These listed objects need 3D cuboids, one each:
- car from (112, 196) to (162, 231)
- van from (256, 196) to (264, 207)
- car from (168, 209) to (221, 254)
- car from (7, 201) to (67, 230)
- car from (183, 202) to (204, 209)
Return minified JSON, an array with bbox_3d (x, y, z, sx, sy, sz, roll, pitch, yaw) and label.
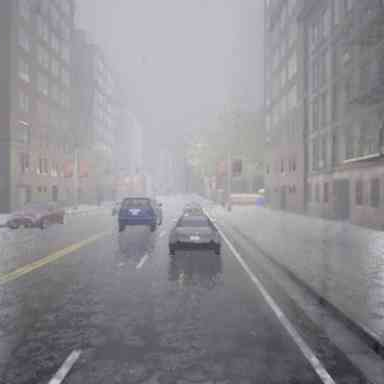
[{"bbox_3d":[-3.145,1.275,20.968,2.150,2.045,5.566,0,0,0],"label":"car"},{"bbox_3d":[12.176,1.543,52.746,3.998,1.788,1.690,0,0,1],"label":"van"},{"bbox_3d":[0.103,1.598,13.717,1.994,1.385,4.181,0,0,0],"label":"car"},{"bbox_3d":[-9.843,1.406,21.474,2.097,1.767,4.553,0,0,0],"label":"car"},{"bbox_3d":[0.105,1.626,30.493,2.033,1.411,5.357,0,0,0],"label":"car"}]
